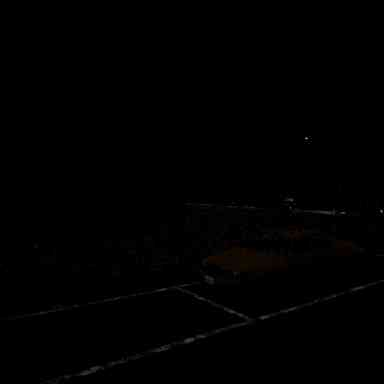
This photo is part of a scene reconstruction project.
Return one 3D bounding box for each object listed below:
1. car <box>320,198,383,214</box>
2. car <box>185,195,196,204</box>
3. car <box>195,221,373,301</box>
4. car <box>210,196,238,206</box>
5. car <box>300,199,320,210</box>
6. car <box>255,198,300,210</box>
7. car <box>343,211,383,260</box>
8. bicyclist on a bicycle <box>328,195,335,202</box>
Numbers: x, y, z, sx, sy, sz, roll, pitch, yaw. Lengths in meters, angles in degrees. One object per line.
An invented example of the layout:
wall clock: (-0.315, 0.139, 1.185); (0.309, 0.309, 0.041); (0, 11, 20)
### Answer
car: (14.675, 1.341, 30.209); (2.128, 1.511, 4.902); (1, 0, -34)
car: (-1.283, 1.192, 53.556); (1.895, 1.301, 4.718); (1, 0, -34)
car: (2.345, 1.526, 8.337); (4.829, 1.417, 1.752); (0, 1, -35)
car: (4.313, 1.247, 45.347); (1.994, 1.385, 4.181); (1, 0, -34)
car: (13.786, 1.427, 37.087); (1.895, 1.301, 4.718); (1, 0, -34)
car: (9.437, 1.367, 37.854); (1.895, 1.301, 4.718); (1, 0, -34)
car: (7.105, 1.547, 11.641); (4.507, 1.381, 1.887); (0, 1, -35)
bicyclist on a bicycle: (16.282, 1.158, 38.904); (1.656, 1.620, 0.582); (0, 0, -34)
